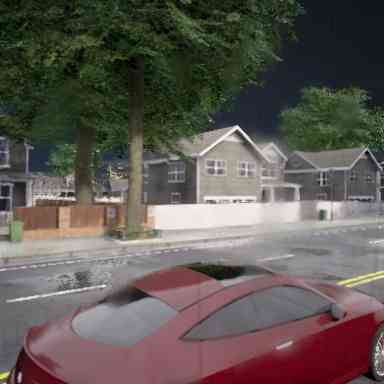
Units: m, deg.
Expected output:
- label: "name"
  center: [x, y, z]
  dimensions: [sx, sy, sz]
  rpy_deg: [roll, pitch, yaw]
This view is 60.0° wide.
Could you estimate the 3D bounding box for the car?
- label: "car"
  center: [0.542, 1.543, 3.824]
  dimensions: [4.674, 1.442, 1.812]
  rpy_deg: [0, 0, -35]
